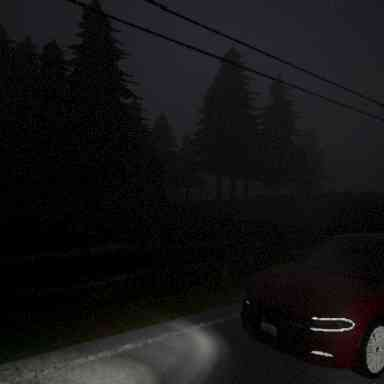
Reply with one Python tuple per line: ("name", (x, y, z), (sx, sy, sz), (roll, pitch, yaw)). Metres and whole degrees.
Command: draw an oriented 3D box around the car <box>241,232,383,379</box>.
("car", (3.049, 1.471, 5.655), (5.008, 1.535, 1.882), (0, 0, -34))
